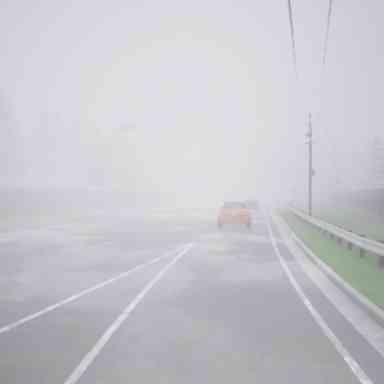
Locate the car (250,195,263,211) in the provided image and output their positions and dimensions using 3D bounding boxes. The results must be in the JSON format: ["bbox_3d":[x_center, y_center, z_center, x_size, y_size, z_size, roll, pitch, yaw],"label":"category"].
[{"bbox_3d":[7.440,1.564,41.923,1.882,1.535,5.008,0,0,16],"label":"car"}]

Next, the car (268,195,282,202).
[{"bbox_3d":[20.871,1.709,83.448,1.812,1.442,4.674,0,0,18],"label":"car"}]

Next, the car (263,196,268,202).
[{"bbox_3d":[17.548,1.699,84.547,1.812,1.442,4.674,0,0,18],"label":"car"}]

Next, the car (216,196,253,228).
[{"bbox_3d":[2.989,1.395,22.885,2.097,1.767,4.553,0,0,10],"label":"car"}]

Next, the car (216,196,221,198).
[{"bbox_3d":[7.568,1.698,87.811,1.994,1.385,4.181,0,0,18],"label":"car"}]
